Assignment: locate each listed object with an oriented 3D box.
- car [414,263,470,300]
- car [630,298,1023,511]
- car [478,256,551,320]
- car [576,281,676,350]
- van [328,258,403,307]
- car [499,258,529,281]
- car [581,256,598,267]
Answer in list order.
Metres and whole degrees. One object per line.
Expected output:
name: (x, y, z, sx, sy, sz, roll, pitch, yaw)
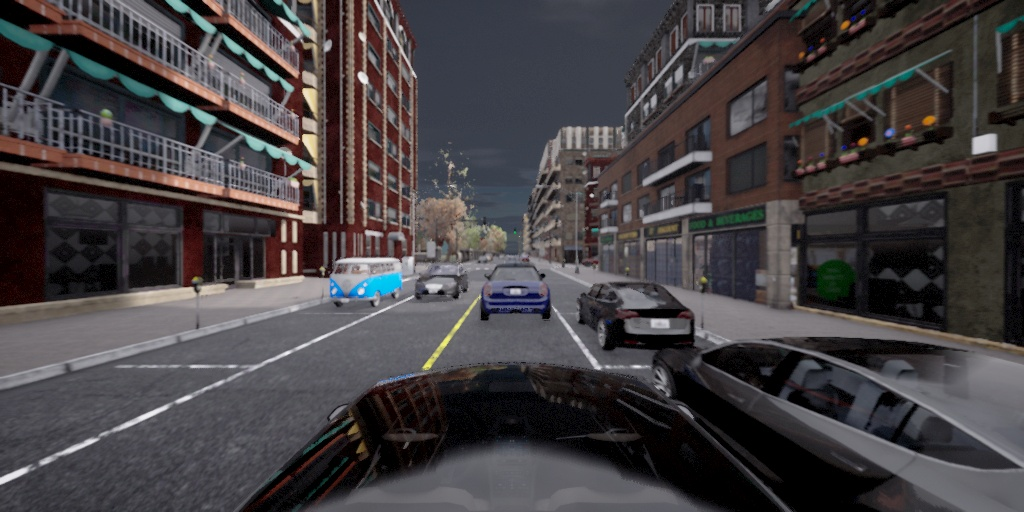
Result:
car: (-3.084, 1.094, 16.536, 2.128, 1.511, 4.902, 0, 1, 0)
car: (2.693, 1.303, 2.959, 1.948, 1.339, 4.313, 0, 0, 0)
car: (0.108, 0.998, 12.290, 2.097, 1.767, 4.553, 0, 1, 0)
car: (2.699, 1.247, 8.621, 1.948, 1.339, 4.313, 0, 0, 0)
van: (-5.676, 0.965, 14.290, 1.690, 1.789, 3.998, 0, 0, 0)
car: (0.126, 0.983, 28.033, 2.128, 1.511, 4.902, 0, 1, 0)
car: (13.508, 0.828, 56.979, 5.009, 1.841, 2.192, 0, 0, 0)
